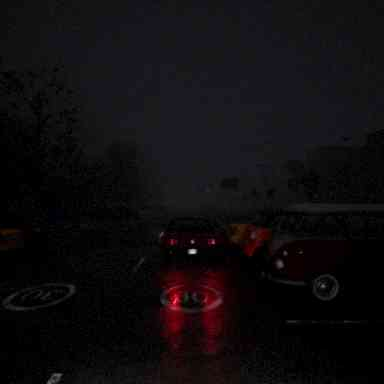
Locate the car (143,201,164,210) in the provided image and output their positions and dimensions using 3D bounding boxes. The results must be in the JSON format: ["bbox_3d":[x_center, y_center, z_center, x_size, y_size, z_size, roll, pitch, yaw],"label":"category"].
[{"bbox_3d":[-8.126,2.575,62.314,4.674,1.452,2.002,0,-1,1],"label":"car"}]

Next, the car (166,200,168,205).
[{"bbox_3d":[-8.078,2.694,68.862,5.008,1.535,2.097,0,-1,0],"label":"car"}]

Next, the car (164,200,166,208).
[{"bbox_3d":[-8.095,2.616,65.590,4.892,1.521,2.231,0,-1,0],"label":"car"}]

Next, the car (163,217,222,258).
[{"bbox_3d":[-0.171,1.617,12.751,1.895,1.301,4.718,0,0,-5],"label":"car"}]

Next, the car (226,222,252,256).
[{"bbox_3d":[4.098,1.497,13.379,5.366,1.575,1.946,0,0,0],"label":"car"}]

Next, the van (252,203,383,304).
[{"bbox_3d":[3.797,1.245,7.425,4.442,1.987,1.878,0,0,0],"label":"van"}]

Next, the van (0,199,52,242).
[{"bbox_3d":[-8.239,1.281,14.028,4.442,1.987,1.878,0,0,0],"label":"van"}]

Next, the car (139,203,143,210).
[{"bbox_3d":[-8.372,1.818,37.990,4.553,1.767,2.185,0,-1,0],"label":"car"}]

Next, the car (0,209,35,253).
[{"bbox_3d":[-8.540,1.484,11.232,5.366,1.575,1.946,0,0,0],"label":"car"}]

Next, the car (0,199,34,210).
[{"bbox_3d":[-26.562,1.869,49.759,5.008,1.535,1.882,0,1,0],"label":"car"}]

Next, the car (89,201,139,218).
[{"bbox_3d":[-8.327,1.909,34.817,4.674,1.452,2.002,0,-1,0],"label":"car"}]

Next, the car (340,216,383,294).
[{"bbox_3d":[3.892,1.220,1.233,5.566,2.045,2.435,0,0,0],"label":"car"}]
